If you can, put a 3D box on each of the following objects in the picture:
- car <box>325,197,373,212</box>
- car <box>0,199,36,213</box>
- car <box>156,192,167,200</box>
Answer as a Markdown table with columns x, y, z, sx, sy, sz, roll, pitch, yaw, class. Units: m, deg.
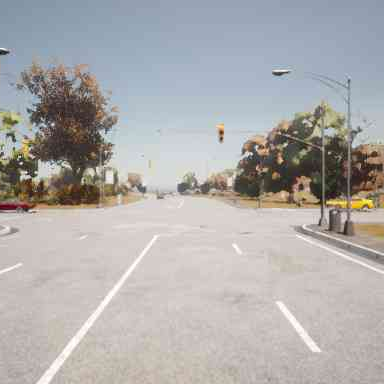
| x | y | z | sx | sy | sz | roll | pitch | yaw | class |
| --- | --- | --- | --- | --- | --- | --- | --- | --- | --- |
| 17.001 | 1.281 | 36.189 | 5.008 | 1.535 | 1.882 | 0 | 0 | -3 | car |
| -18.763 | 1.406 | 34.165 | 4.718 | 1.301 | 1.895 | 0 | 0 | -3 | car |
| -7.540 | 1.061 | 79.810 | 1.882 | 1.535 | 5.008 | 0 | 1 | -3 | car |
